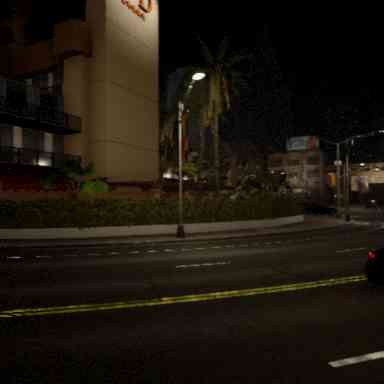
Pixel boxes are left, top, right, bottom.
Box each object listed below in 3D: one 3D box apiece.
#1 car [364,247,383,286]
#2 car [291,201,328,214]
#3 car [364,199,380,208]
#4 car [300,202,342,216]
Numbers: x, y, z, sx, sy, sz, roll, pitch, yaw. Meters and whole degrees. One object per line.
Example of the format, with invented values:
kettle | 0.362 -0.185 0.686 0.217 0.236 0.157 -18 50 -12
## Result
car | 6.463 1.698 8.438 4.181 1.385 1.994 0 -1 -25
car | 16.756 2.221 47.424 4.553 1.767 2.097 -1 -1 34
car | 38.422 2.680 71.009 2.097 1.535 5.008 -1 -1 28
car | 16.684 2.296 42.645 1.812 1.442 4.674 1 -2 -44
